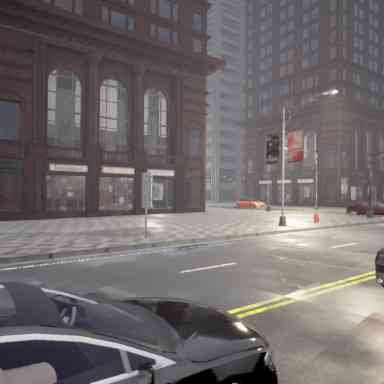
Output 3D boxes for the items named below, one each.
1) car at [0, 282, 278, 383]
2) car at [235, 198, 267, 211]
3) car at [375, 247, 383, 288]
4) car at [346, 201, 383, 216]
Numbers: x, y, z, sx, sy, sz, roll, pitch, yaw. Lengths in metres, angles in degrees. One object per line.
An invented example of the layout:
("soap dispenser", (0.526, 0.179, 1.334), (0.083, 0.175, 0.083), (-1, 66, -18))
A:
("car", (-1.424, 1.492, 2.423), (4.902, 1.511, 2.128), (0, 0, -35))
("car", (7.962, 1.580, 44.912), (2.097, 1.767, 4.553), (1, -1, -35))
("car", (6.195, 1.518, 7.840), (4.892, 1.490, 1.837), (0, 0, -35))
("car", (17.462, 1.633, 31.918), (1.882, 1.535, 5.008), (1, -1, -38))
